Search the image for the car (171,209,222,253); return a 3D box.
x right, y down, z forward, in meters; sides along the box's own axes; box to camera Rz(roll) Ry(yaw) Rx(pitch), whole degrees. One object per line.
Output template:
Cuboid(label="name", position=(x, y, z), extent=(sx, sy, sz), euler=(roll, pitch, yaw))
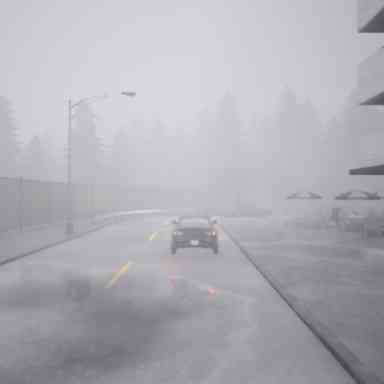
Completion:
Cuboid(label="car", position=(0.106, 1.655, 14.190), extent=(1.812, 1.442, 4.674), euler=(0, -1, 0))

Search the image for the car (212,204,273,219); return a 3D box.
Cuboid(label="car", position=(5.062, 1.839, 32.088), extent=(5.357, 1.411, 2.033), euler=(0, -1, -18))
